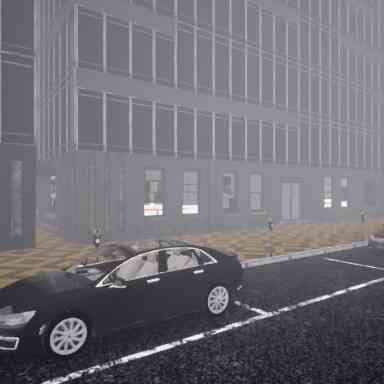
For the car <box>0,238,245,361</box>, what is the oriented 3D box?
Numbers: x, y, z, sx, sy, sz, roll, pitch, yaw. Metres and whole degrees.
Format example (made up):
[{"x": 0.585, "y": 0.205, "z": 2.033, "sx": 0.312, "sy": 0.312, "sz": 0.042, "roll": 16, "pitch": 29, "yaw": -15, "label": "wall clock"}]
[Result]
[{"x": -1.016, "y": 1.551, "z": 5.830, "sx": 4.403, "sy": 1.369, "sz": 2.008, "roll": 0, "pitch": 0, "yaw": -35, "label": "car"}]

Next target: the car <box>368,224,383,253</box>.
[{"x": 8.270, "y": 1.582, "z": 12.417, "sx": 4.206, "sy": 1.307, "sz": 1.802, "roll": 0, "pitch": 0, "yaw": -35, "label": "car"}]
